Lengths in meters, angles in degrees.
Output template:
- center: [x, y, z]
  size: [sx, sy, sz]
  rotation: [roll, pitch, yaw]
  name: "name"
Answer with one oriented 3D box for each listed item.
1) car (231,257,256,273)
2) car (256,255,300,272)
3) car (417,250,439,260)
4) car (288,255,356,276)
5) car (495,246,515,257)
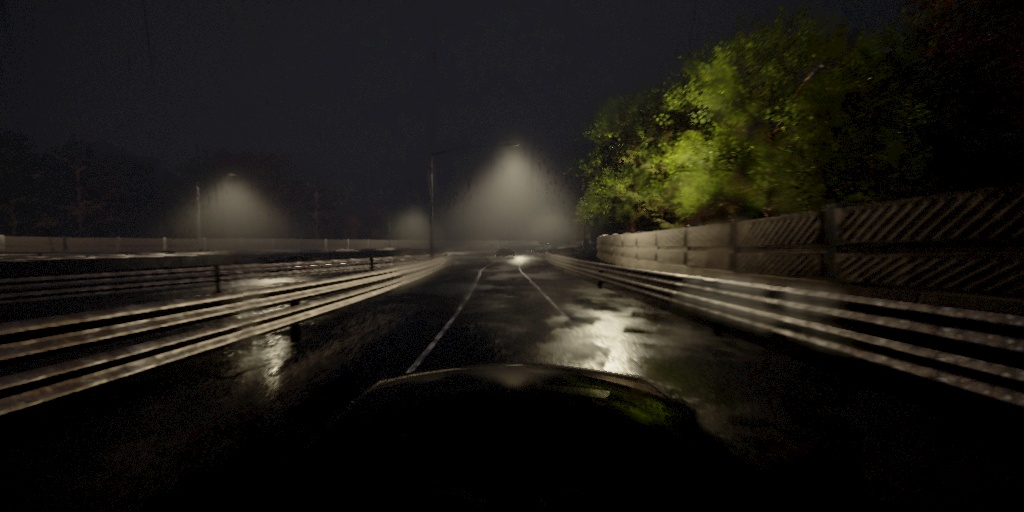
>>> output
- center: [-21.436, 0.679, 31.445]
  size: [2.033, 1.411, 5.357]
  rotation: [1, 2, 23]
  name: "car"
- center: [-18.182, 0.665, 30.151]
  size: [1.837, 1.490, 4.892]
  rotation: [1, 2, 23]
  name: "car"
- center: [-12.279, -0.145, 52.801]
  size: [1.994, 1.385, 4.181]
  rotation: [1, 2, 23]
  name: "car"
- center: [-14.911, 0.784, 28.911]
  size: [1.895, 1.301, 4.718]
  rotation: [1, 2, 23]
  name: "car"
- center: [-1.034, -0.570, 61.136]
  size: [1.837, 1.490, 4.892]
  rotation: [1, 2, 23]
  name: "car"
